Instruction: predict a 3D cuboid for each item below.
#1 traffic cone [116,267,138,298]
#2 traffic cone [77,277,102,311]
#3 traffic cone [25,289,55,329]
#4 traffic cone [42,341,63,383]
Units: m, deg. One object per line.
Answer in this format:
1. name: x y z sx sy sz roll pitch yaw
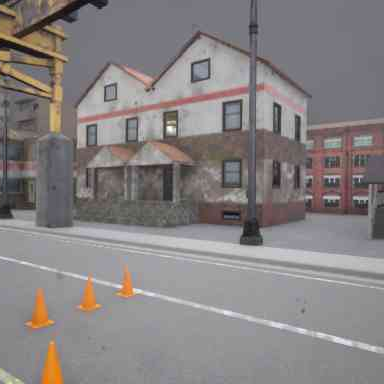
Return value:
1. traffic cone: -1.413 1.949 7.276 0.340 0.580 0.340 0 0 36
2. traffic cone: -1.998 1.949 6.465 0.340 0.580 0.340 0 0 36
3. traffic cone: -2.583 1.949 5.654 0.340 0.580 0.340 0 0 36
4. traffic cone: -1.546 1.952 3.673 0.340 0.580 0.340 0 0 36
